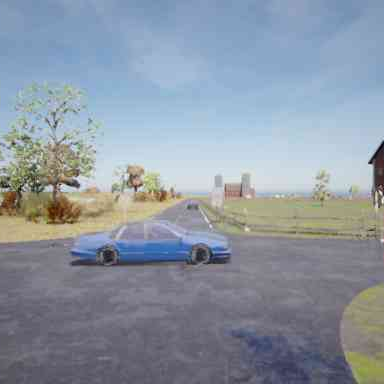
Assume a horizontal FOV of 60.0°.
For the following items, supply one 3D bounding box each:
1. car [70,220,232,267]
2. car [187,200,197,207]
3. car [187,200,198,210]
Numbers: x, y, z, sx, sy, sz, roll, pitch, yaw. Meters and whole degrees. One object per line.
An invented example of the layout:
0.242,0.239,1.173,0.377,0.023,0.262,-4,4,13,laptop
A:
-1.373,1.703,11.608,5.357,1.411,2.033,-1,0,0,car
0.047,2.397,69.196,2.033,1.411,5.357,0,-1,0,car
0.138,2.186,56.212,2.128,1.511,4.902,0,-1,0,car
